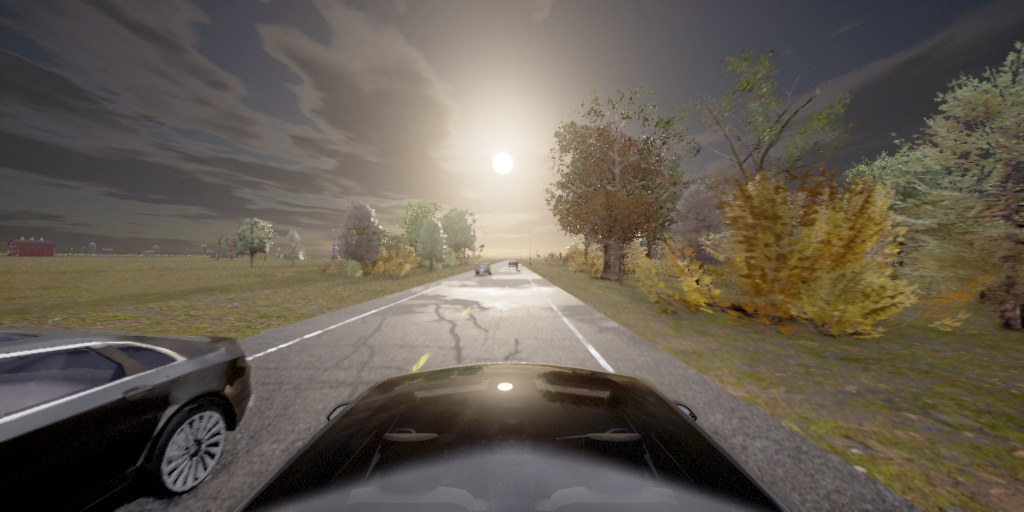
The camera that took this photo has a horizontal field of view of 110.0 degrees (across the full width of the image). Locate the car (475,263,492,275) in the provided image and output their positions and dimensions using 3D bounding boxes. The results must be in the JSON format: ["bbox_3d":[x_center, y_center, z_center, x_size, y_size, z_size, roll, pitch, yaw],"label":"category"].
[{"bbox_3d":[-3.582,1.640,45.205,2.128,1.511,4.902,0,-1,0],"label":"car"}]

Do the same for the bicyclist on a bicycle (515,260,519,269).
[{"bbox_3d":[0.944,1.678,63.410,0.659,1.776,1.843,0,0,0],"label":"bicyclist on a bicycle"}]

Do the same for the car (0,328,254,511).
[{"bbox_3d":[-3.600,1.241,1.679,2.128,1.511,4.902,0,-1,0],"label":"car"}]
